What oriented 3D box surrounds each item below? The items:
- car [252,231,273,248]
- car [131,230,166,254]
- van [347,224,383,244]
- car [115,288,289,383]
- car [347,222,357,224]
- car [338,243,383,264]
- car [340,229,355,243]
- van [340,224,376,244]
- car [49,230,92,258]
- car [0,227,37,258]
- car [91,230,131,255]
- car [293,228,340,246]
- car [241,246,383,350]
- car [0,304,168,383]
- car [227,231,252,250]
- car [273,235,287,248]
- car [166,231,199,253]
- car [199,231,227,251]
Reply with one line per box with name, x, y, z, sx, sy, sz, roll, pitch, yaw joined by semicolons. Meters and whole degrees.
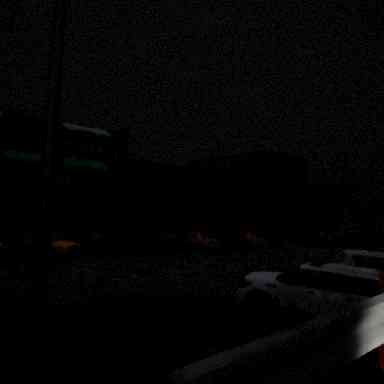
car;4.728;4.545;32.404;5.366;1.575;1.946;1;-3;34
car;-4.728;3.743;25.423;4.792;1.488;2.163;1;-3;34
van;23.966;5.994;46.169;4.442;1.987;1.878;1;-3;34
car;-0.525;3.094;7.508;4.553;1.767;2.185;3;-2;34
car;35.307;7.738;73.506;2.435;2.045;5.566;2;-2;36
car;9.272;3.822;14.548;5.566;2.045;2.435;3;-2;34
car;16.871;5.597;40.928;4.892;1.521;2.231;1;-3;34
van;21.569;5.785;44.446;4.442;1.987;1.878;1;-3;34
car;-9.336;3.296;21.870;5.366;1.575;1.946;1;-4;34
car;-11.906;2.962;20.271;4.553;1.767;2.185;1;-4;34
car;-7.102;3.506;23.689;4.892;1.521;2.231;1;-4;34
car;14.451;5.261;39.226;4.553;1.767;2.185;1;-4;34
car;4.327;3.393;11.059;5.566;2.045;2.435;3;-2;34
car;-2.973;2.880;5.740;4.553;1.767;2.185;3;-2;34
car;2.492;4.342;30.586;5.008;1.535;2.097;1;-3;34
car;7.306;4.790;34.019;4.792;1.488;2.163;1;-4;34
car;-2.308;3.923;27.130;5.008;1.535;2.097;1;-4;35
car;-0.064;4.127;28.958;5.366;1.575;1.946;1;-3;34
